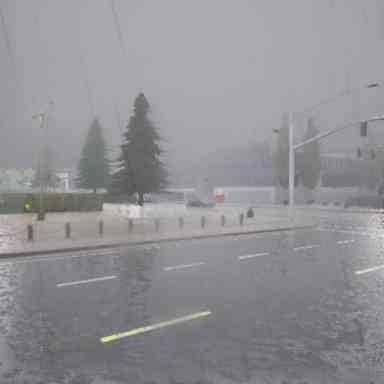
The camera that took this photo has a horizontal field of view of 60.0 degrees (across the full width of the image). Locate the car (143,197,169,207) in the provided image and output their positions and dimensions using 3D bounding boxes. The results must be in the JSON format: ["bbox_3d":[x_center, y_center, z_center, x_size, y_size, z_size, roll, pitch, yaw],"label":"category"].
[{"bbox_3d":[-5.382,1.568,50.891,2.128,1.511,4.902,0,0,-35],"label":"car"}]

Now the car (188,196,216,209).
[{"bbox_3d":[1.349,1.440,47.477,2.097,1.767,4.553,0,0,-36],"label":"car"}]

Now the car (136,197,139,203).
[{"bbox_3d":[-11.264,1.635,65.302,2.033,1.411,5.357,0,0,-36],"label":"car"}]
